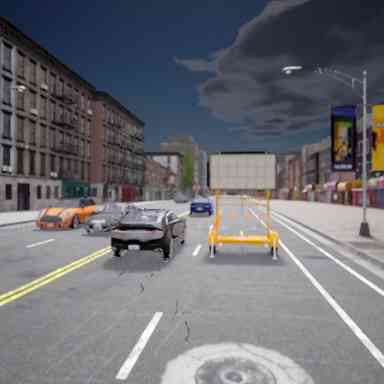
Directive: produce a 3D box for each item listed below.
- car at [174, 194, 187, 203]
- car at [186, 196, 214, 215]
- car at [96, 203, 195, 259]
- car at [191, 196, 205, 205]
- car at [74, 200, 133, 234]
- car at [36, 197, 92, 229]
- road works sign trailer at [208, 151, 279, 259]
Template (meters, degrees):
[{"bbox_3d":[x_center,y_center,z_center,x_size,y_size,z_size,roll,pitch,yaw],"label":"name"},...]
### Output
[{"bbox_3d":[-1.929,1.225,60.925,2.097,1.767,4.553,0,0,8],"label":"car"},{"bbox_3d":[0.966,1.268,30.568,1.882,1.535,5.008,0,0,7],"label":"car"},{"bbox_3d":[-1.363,1.357,12.000,2.128,1.511,4.902,0,0,7],"label":"car"},{"bbox_3d":[1.137,1.426,59.284,2.033,1.411,5.357,0,0,8],"label":"car"},{"bbox_3d":[-4.090,1.307,17.946,2.128,1.511,4.902,0,0,7],"label":"car"},{"bbox_3d":[-7.151,1.149,19.660,2.097,1.767,4.553,0,0,7],"label":"car"},{"bbox_3d":[1.827,0.337,12.084,2.380,3.560,2.880,0,0,7],"label":"road works sign trailer"}]
